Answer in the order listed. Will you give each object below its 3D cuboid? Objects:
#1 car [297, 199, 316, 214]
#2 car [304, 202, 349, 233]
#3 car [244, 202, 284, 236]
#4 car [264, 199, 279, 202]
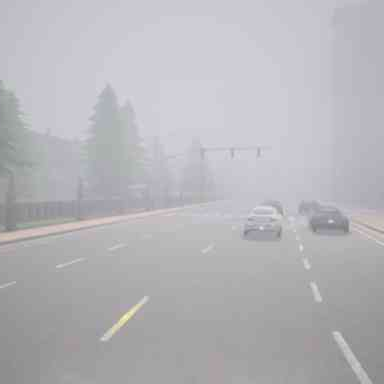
[{"bbox_3d":[12.015,1.448,34.536,1.882,1.535,5.008,1,0,15],"label":"car"},{"bbox_3d":[8.037,1.545,19.914,1.994,1.385,4.181,1,0,15],"label":"car"},{"bbox_3d":[3.921,1.481,18.083,1.812,1.442,4.674,1,0,15],"label":"car"},{"bbox_3d":[7.601,1.436,31.657,1.837,1.490,4.892,1,1,15],"label":"car"}]
